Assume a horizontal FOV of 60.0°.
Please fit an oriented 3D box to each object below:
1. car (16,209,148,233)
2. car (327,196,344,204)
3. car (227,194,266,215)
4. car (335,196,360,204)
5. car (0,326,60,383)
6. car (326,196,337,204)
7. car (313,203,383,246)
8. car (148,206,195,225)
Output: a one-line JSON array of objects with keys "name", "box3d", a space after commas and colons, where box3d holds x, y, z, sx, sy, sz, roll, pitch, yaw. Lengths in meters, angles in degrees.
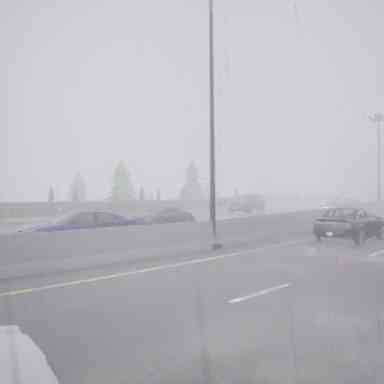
[{"name": "car", "box3d": [-4.621, 1.497, 13.982, 5.008, 1.535, 1.882, 0, 0, -40]}, {"name": "car", "box3d": [28.948, 1.581, 67.049, 2.128, 1.511, 4.902, 0, 0, 36]}, {"name": "car", "box3d": [5.902, 1.277, 35.377, 2.150, 2.045, 5.566, 0, 0, 37]}, {"name": "car", "box3d": [21.171, 1.562, 44.472, 2.033, 1.411, 5.357, 0, 0, 36]}, {"name": "car", "box3d": [-3.111, 1.609, 1.606, 4.718, 1.301, 1.895, 0, 0, -36]}, {"name": "car", "box3d": [22.521, 1.536, 52.279, 1.837, 1.490, 4.892, 0, 0, 36]}, {"name": "car", "box3d": [7.295, 1.485, 15.231, 2.128, 1.511, 4.902, 0, 0, 45]}, {"name": "car", "box3d": [-1.770, 1.592, 21.256, 4.181, 1.385, 1.994, 0, 0, -45]}]
